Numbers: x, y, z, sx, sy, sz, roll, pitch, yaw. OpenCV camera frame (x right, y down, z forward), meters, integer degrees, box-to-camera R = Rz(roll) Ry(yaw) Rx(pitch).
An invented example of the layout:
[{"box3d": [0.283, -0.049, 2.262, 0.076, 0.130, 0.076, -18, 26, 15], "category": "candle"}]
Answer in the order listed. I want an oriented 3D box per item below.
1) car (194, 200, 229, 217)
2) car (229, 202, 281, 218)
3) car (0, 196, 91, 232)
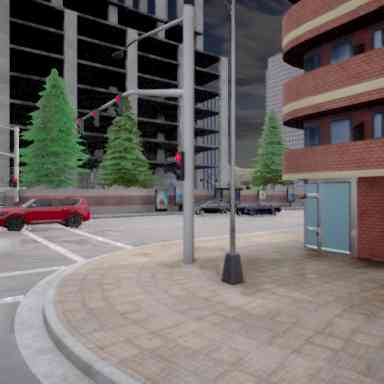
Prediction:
[{"box3d": [1.474, 1.555, 32.447, 4.902, 1.511, 2.128, 0, 0, -35], "category": "car"}, {"box3d": [6.156, 1.663, 31.451, 4.718, 1.301, 1.895, 0, 0, -35], "category": "car"}, {"box3d": [-9.172, 1.280, 20.725, 5.566, 2.045, 2.150, 0, 0, -35], "category": "car"}]
